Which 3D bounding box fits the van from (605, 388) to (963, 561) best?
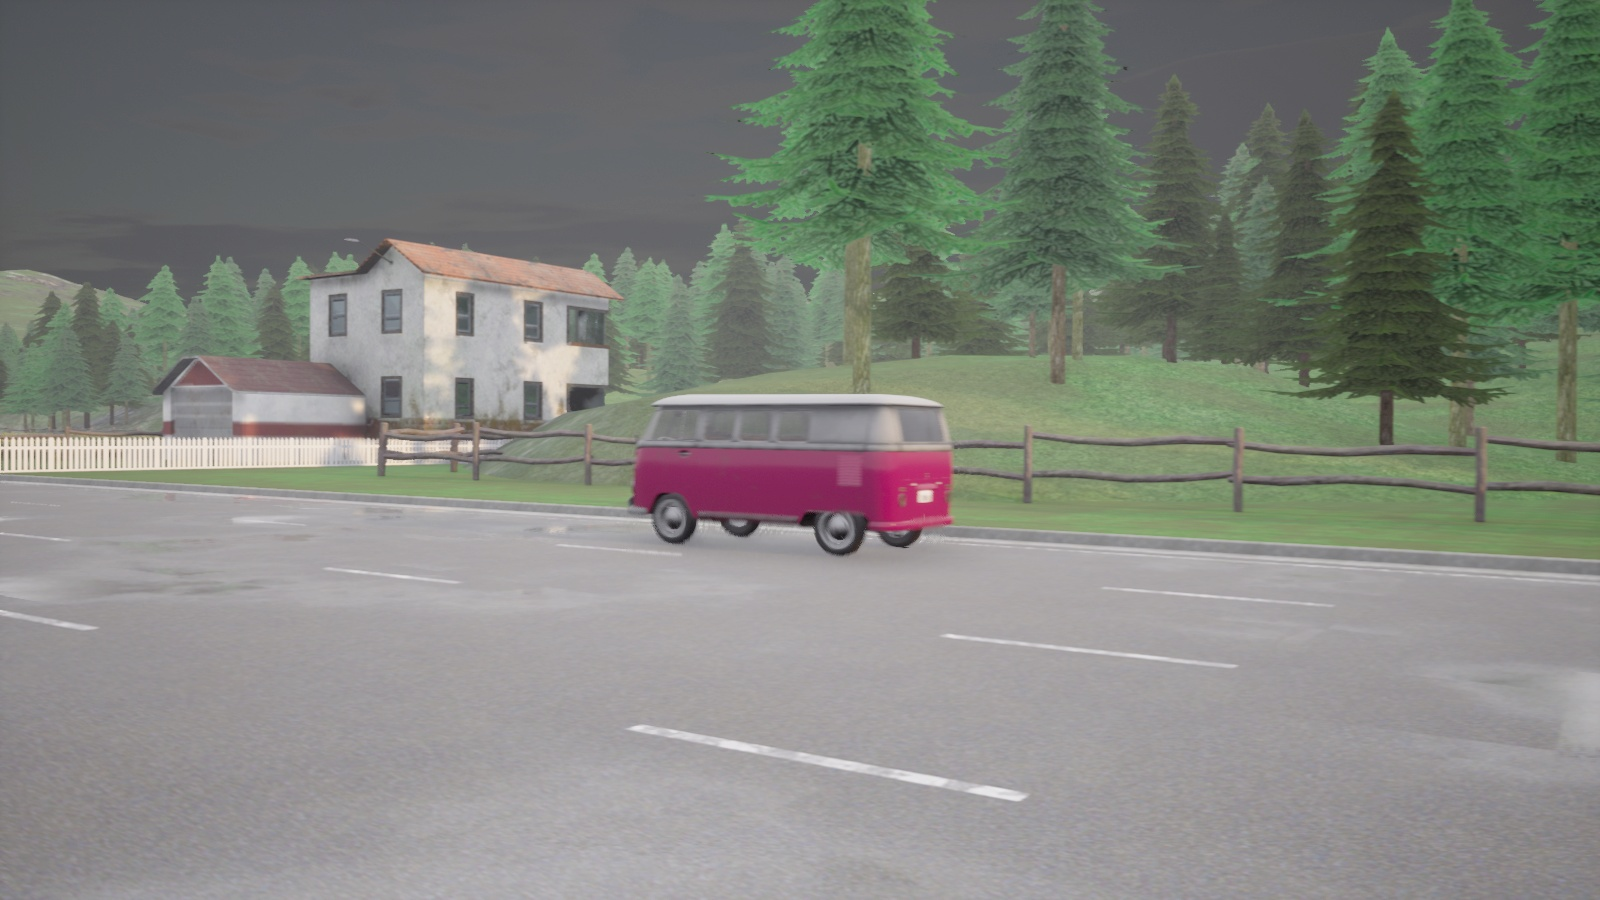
[{"bbox_3d":[-0.279,0.263,16.409,4.442,1.987,1.775,0,1,34],"label":"van"}]
